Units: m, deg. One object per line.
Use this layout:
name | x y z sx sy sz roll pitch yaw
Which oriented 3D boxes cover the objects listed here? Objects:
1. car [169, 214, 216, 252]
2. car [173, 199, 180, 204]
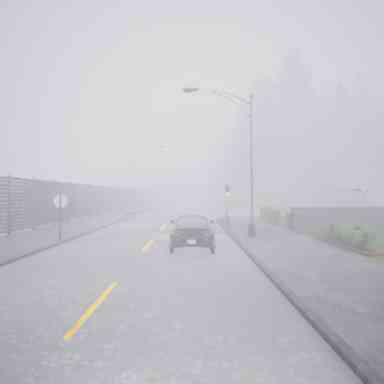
car | 0.014 1.661 14.384 1.812 1.442 4.674 0 0 0
car | -3.941 2.388 84.645 1.895 1.301 4.718 0 -1 0
